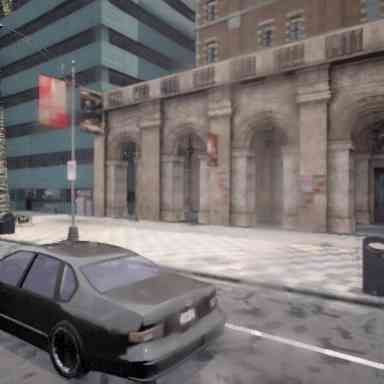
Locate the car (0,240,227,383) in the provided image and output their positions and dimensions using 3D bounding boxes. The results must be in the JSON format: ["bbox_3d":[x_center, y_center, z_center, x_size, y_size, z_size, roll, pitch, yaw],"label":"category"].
[{"bbox_3d":[-2.095,1.541,5.478,5.357,1.411,2.033,0,0,36],"label":"car"}]

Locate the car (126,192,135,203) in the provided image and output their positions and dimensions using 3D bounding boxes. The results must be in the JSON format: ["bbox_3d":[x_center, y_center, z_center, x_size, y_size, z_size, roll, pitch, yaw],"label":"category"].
[{"bbox_3d":[-7.456,0.994,35.367,5.566,2.045,2.435,0,0,36],"label":"car"}]
